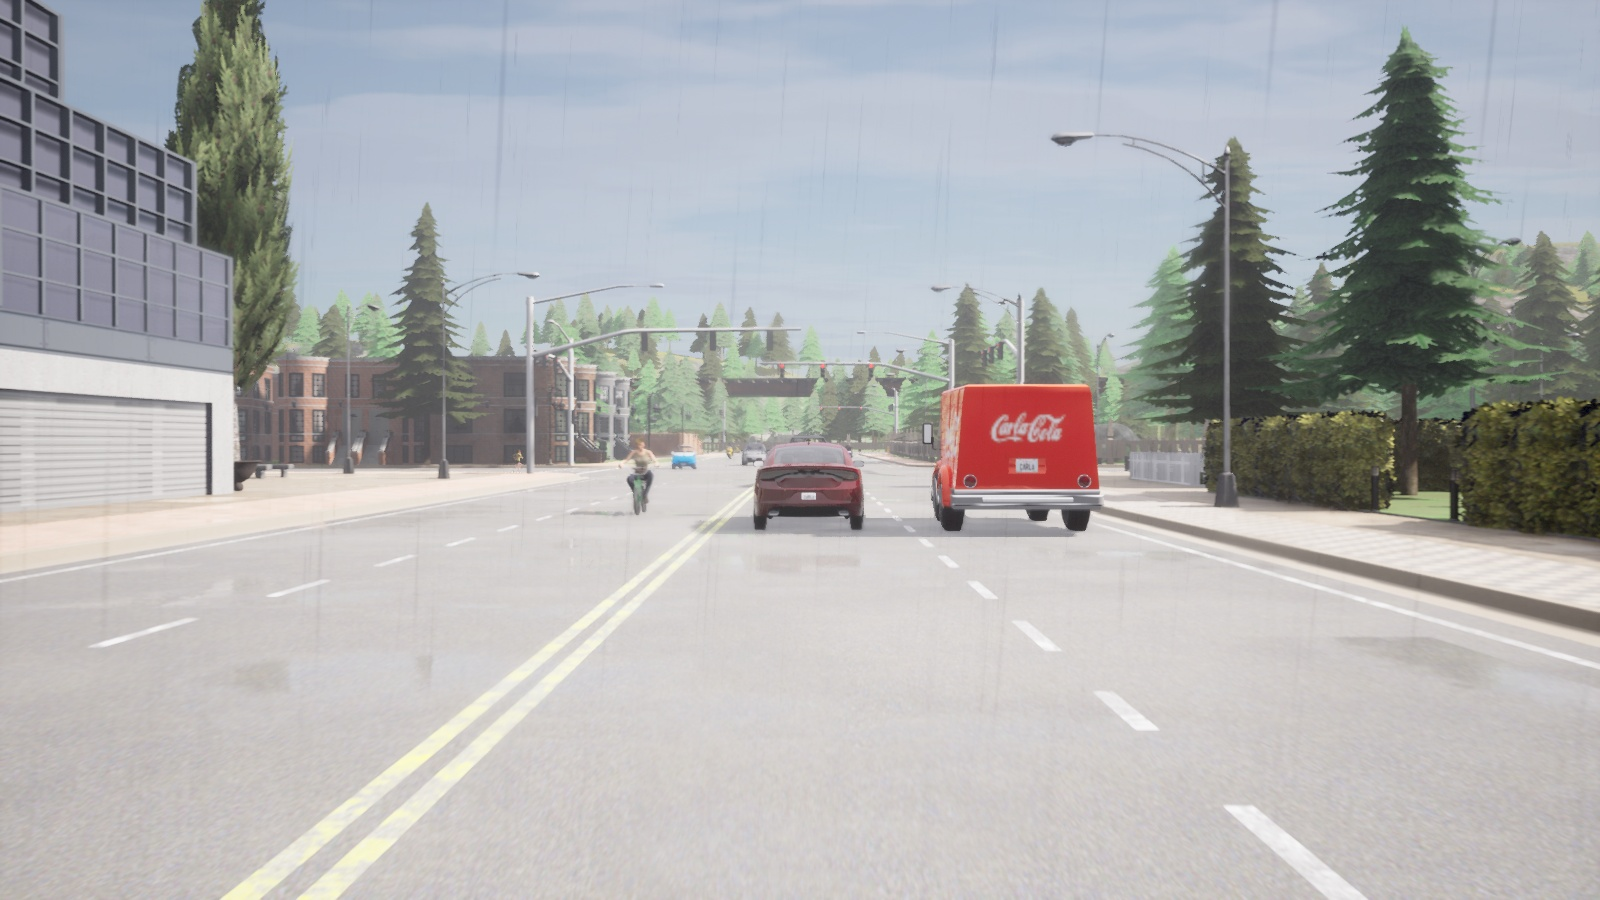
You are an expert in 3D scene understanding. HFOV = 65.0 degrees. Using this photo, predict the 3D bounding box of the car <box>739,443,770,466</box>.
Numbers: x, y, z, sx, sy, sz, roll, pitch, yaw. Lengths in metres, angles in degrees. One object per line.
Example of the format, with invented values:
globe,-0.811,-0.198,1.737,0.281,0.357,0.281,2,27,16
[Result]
car,-2.981,0.291,82.836,1.845,1.501,3.633,0,0,0

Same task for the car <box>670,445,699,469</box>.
car,-6.551,0.394,71.400,1.481,1.376,2.207,0,0,0

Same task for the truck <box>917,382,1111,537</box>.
truck,3.653,0.135,22.637,2.627,2.467,5.204,0,0,0

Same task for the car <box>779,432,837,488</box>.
car,0.280,0.317,43.690,1.932,1.855,4.605,0,0,1

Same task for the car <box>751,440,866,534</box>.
car,0.156,0.594,23.141,1.882,1.535,5.008,0,0,0

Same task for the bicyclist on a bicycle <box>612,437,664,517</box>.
bicyclist on a bicycle,-3.322,0.534,25.945,0.866,1.612,1.509,0,0,1
